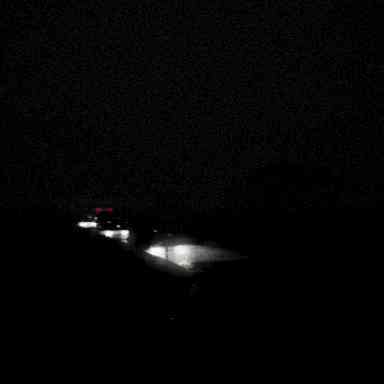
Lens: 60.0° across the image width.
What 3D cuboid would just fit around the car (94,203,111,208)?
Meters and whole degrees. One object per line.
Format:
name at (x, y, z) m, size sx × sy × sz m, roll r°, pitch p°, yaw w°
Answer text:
car at (-12.259, 2.518, 44.795) m, size 2.150 × 2.045 × 5.566 m, roll 1°, pitch -2°, yaw -26°

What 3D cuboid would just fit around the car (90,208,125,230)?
car at (-6.758, 2.280, 27.620) m, size 2.033 × 1.411 × 5.357 m, roll 1°, pitch -2°, yaw -27°

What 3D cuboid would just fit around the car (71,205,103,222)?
car at (-12.168, 2.564, 38.277) m, size 2.128 × 1.511 × 4.902 m, roll 1°, pitch -2°, yaw -27°

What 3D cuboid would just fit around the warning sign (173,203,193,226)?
warning sign at (-0.779, 1.876, 27.593) m, size 1.300 × 1.860 × 1.060 m, roll 2°, pitch -2°, yaw -27°

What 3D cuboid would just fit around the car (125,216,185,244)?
car at (-1.993, 2.000, 18.252) m, size 1.994 × 1.385 × 4.181 m, roll 1°, pitch -2°, yaw -27°

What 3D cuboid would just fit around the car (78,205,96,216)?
car at (-17.109, 2.955, 54.231) m, size 2.097 × 1.767 × 4.553 m, roll 1°, pitch -2°, yaw -27°

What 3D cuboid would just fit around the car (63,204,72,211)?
car at (-32.047, 4.004, 85.685) m, size 2.097 × 1.767 × 4.553 m, roll 1°, pitch -2°, yaw -27°
